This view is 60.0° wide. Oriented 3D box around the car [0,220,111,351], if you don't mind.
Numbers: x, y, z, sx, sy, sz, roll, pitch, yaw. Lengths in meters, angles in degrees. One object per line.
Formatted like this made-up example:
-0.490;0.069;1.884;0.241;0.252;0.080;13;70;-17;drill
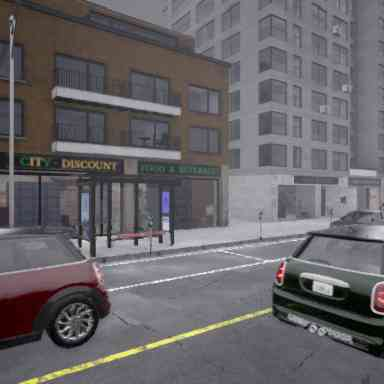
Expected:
-3.589;1.352;4.682;4.553;1.767;2.097;0;0;-36;car

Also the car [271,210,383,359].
3.534;1.351;5.832;4.553;1.767;2.097;0;0;-36;car
